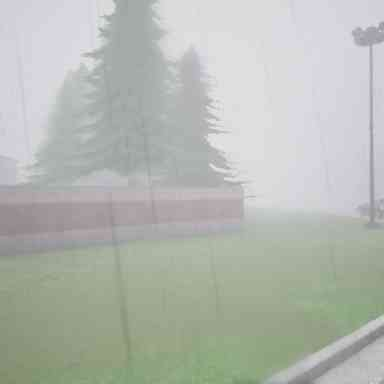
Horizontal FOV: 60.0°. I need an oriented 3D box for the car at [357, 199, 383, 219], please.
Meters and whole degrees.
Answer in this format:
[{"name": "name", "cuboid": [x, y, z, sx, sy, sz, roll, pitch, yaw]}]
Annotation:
[{"name": "car", "cuboid": [16.918, 1.423, 30.203, 2.097, 1.767, 4.553, -1, 0, -1]}]
